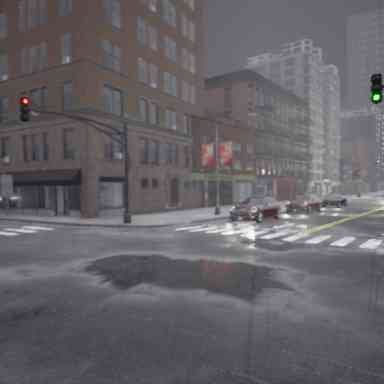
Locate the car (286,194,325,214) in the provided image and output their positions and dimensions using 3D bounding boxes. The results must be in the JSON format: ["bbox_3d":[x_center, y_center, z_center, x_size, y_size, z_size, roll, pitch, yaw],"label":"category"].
[{"bbox_3d":[10.501,1.009,31.195,2.097,1.767,4.553,0,1,37],"label":"car"}]

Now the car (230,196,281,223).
[{"bbox_3d":[4.517,1.116,23.397,2.097,1.767,4.553,0,1,38],"label":"car"}]

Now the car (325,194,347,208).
[{"bbox_3d":[17.115,1.011,39.813,1.882,1.535,5.008,0,0,37],"label":"car"}]
